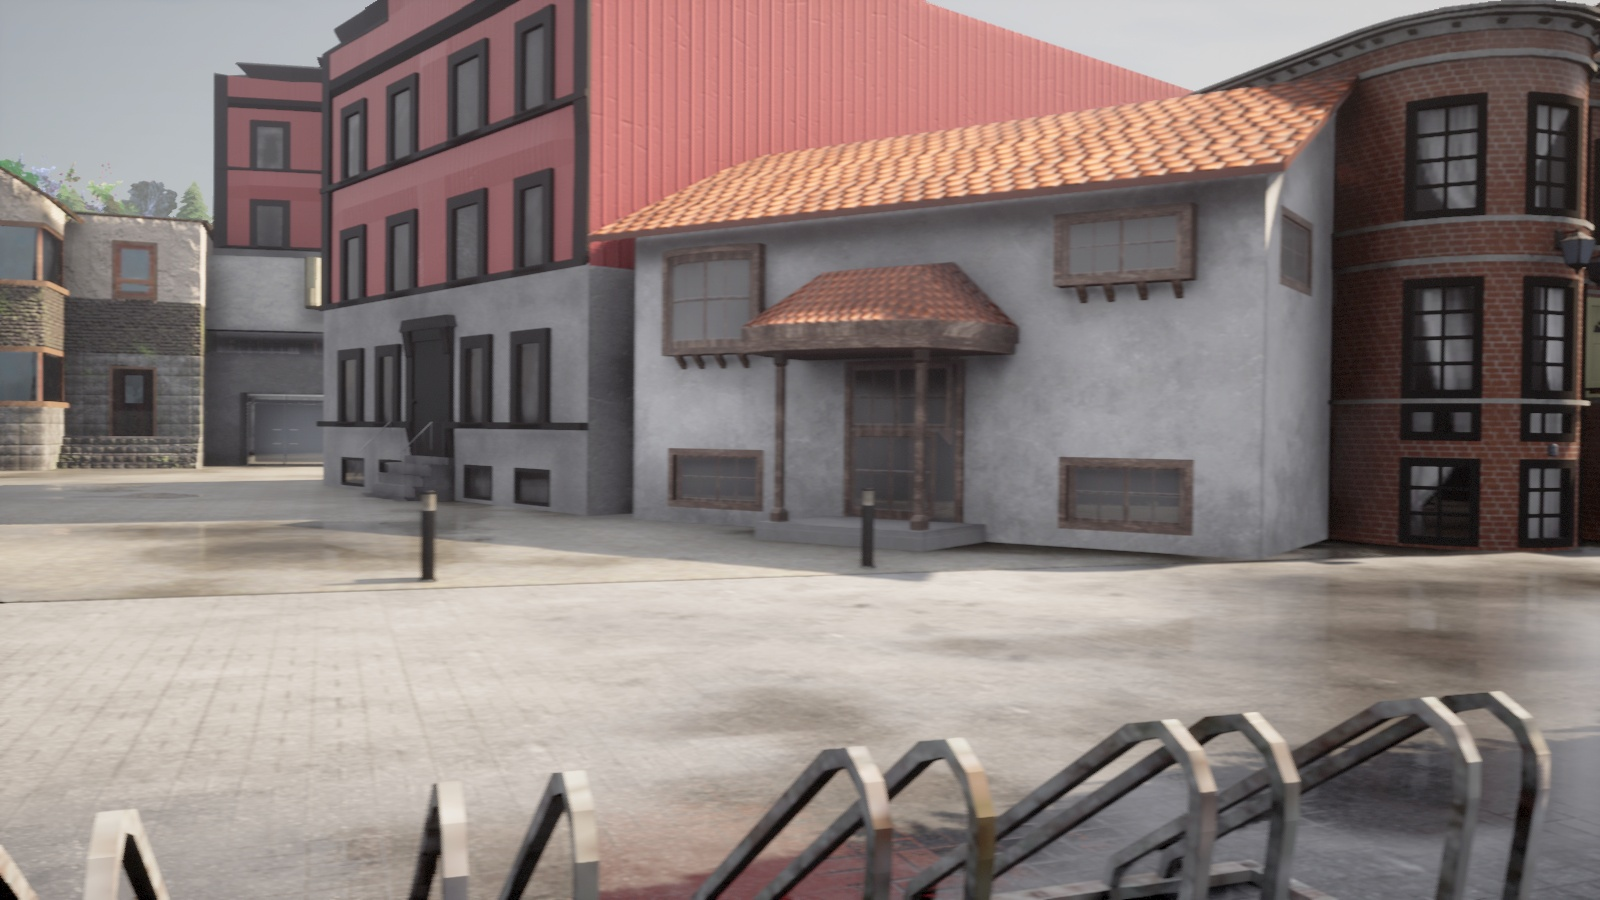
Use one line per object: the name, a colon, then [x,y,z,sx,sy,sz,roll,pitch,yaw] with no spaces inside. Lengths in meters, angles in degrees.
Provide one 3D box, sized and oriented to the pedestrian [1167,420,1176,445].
pedestrian: [28.102,-1.342,95.025,0.331,1.846,0.636,-1,1,-22]
